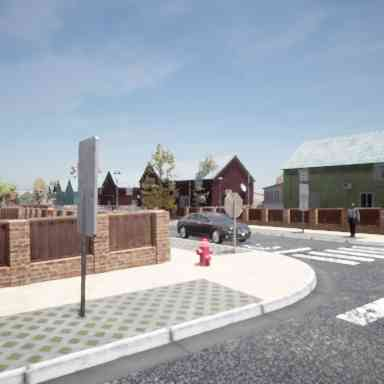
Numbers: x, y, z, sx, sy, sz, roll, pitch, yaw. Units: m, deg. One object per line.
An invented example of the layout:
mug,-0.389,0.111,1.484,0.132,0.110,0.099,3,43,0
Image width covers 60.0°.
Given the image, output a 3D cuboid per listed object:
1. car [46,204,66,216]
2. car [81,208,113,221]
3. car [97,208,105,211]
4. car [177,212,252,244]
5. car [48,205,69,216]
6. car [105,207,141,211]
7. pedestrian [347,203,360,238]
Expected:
car,-23.018,2.995,56.052,2.097,1.767,4.553,1,-2,-36
car,-11.539,2.642,40.169,2.033,1.411,5.357,1,-2,-36
car,-10.485,2.348,33.694,1.882,1.535,5.008,1,-2,-35
car,1.038,1.827,17.704,1.837,1.490,4.892,1,-2,-35
car,-16.565,2.666,42.174,1.837,1.490,4.892,1,-2,-35
car,-4.681,1.946,25.661,2.097,1.767,4.553,1,-2,-36
pedestrian,8.448,1.463,17.506,0.375,1.860,0.375,0,0,-36
